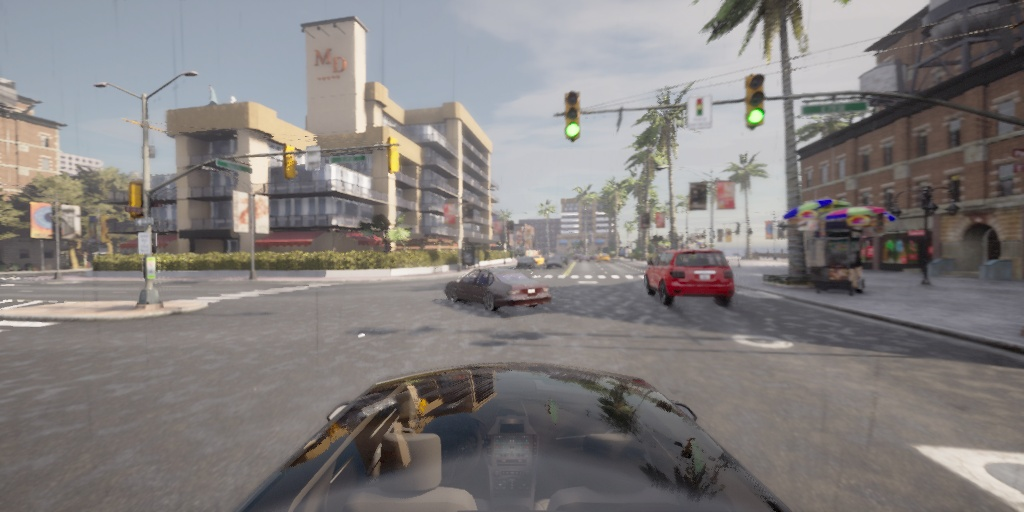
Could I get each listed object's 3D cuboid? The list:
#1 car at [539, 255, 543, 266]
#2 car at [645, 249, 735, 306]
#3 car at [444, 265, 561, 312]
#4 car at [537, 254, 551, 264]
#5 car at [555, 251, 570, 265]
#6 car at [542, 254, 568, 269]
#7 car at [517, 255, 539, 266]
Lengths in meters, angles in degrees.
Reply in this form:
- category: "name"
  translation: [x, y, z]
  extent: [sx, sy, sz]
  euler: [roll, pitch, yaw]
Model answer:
- category: "car"
  translation: [3.595, 0.615, 52.621]
  extent: [1.882, 1.535, 5.008]
  euler: [-1, 1, 11]
- category: "car"
  translation: [6.825, 0.743, 14.349]
  extent: [2.150, 2.045, 5.566]
  euler: [-1, 1, 11]
- category: "car"
  translation: [-0.768, 1.174, 13.685]
  extent: [2.033, 1.411, 5.357]
  euler: [-1, 1, -34]
- category: "car"
  translation: [5.607, 0.503, 62.792]
  extent: [1.837, 1.490, 4.892]
  euler: [-1, 1, 11]
- category: "car"
  translation: [7.156, 0.313, 52.600]
  extent: [2.150, 2.045, 5.566]
  euler: [-1, 1, 11]
- category: "car"
  translation: [5.238, 0.772, 42.888]
  extent: [2.033, 1.411, 5.357]
  euler: [-1, 1, 11]
- category: "car"
  translation: [1.760, 0.769, 43.342]
  extent: [1.837, 1.490, 4.892]
  euler: [-1, 1, 11]
